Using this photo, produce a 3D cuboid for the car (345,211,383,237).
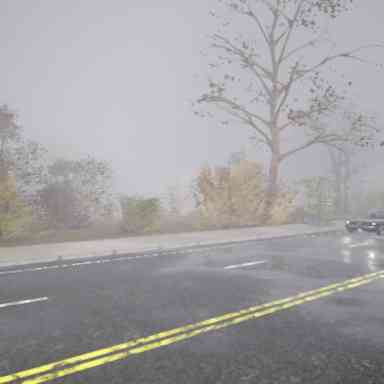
[{"bbox_3d":[11.217,1.854,20.076,4.718,1.301,1.895,1,-1,-37],"label":"car"}]
